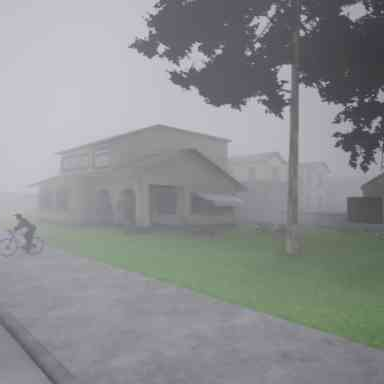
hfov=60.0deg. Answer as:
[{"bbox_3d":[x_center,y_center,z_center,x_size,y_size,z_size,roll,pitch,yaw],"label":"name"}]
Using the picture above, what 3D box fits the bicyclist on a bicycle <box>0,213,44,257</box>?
[{"bbox_3d":[-6.549,1.642,12.826,1.656,1.620,0.582,3,-2,-42],"label":"bicyclist on a bicycle"}]
